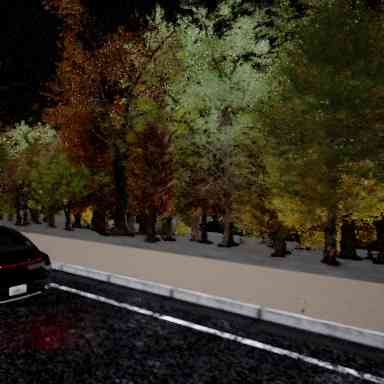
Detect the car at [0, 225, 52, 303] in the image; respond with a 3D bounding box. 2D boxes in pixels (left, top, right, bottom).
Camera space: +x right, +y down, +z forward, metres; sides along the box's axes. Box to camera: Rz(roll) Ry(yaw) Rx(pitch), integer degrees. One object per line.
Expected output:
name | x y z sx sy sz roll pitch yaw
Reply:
car | -5.034 1.462 7.276 4.892 1.490 1.837 1 0 36
